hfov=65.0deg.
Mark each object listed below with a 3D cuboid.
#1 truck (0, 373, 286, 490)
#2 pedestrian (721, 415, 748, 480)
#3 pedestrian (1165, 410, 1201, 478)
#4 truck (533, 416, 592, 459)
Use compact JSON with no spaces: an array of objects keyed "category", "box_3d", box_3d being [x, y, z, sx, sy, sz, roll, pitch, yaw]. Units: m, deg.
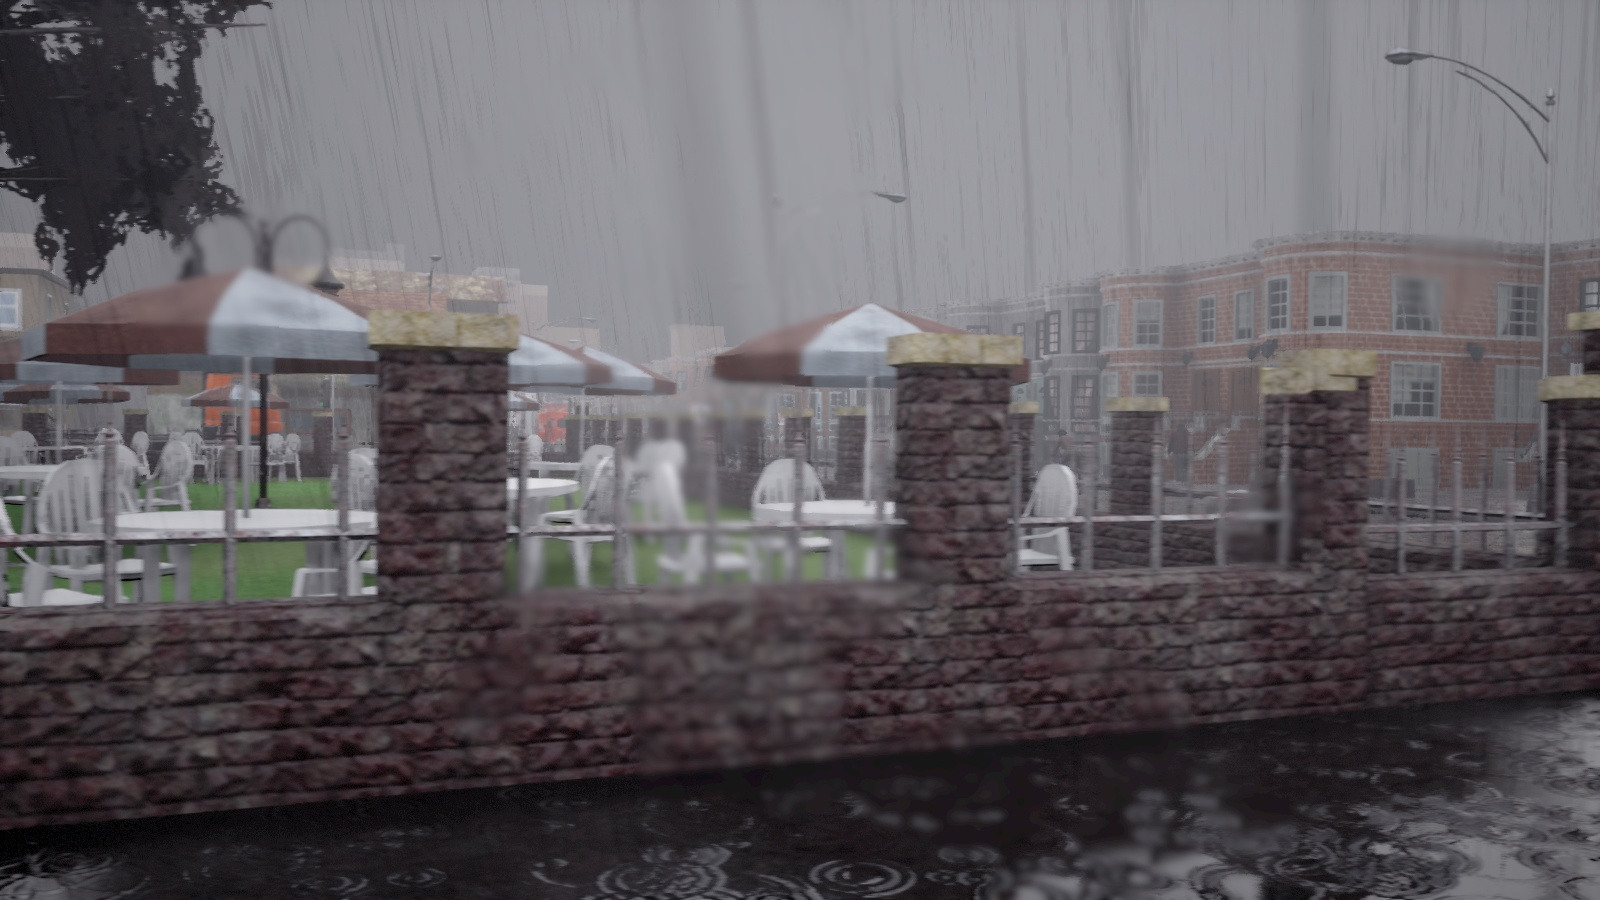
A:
[{"category":"truck","box_3d":[-20.711,-0.612,40.025,7.936,3.462,2.891,-1,1,-22]},{"category":"pedestrian","box_3d":[-1.972,-0.085,37.875,0.423,1.949,0.788,0,1,32]},{"category":"pedestrian","box_3d":[10.561,-0.173,34.625,0.634,1.844,0.899,-1,1,-6]},{"category":"truck","box_3d":[-14.377,-0.771,75.893,2.627,2.467,5.204,-1,1,-20]}]
